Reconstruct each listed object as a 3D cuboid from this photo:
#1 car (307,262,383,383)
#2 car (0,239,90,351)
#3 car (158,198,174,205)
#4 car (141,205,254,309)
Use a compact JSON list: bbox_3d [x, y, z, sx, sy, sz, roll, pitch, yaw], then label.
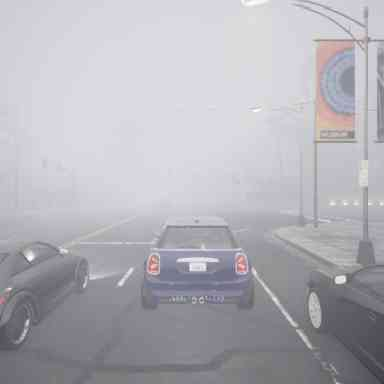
[{"bbox_3d":[2.901,1.480,3.734,2.097,1.535,5.008,0,0,0],"label":"car"},{"bbox_3d":[-3.399,1.564,6.199,1.994,1.385,4.181,0,0,0],"label":"car"},{"bbox_3d":[-3.390,1.547,43.626,2.033,1.411,5.357,0,0,0],"label":"car"},{"bbox_3d":[0.101,1.352,8.018,2.097,1.767,4.553,0,0,0],"label":"car"}]
